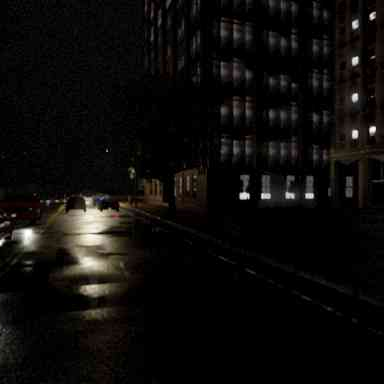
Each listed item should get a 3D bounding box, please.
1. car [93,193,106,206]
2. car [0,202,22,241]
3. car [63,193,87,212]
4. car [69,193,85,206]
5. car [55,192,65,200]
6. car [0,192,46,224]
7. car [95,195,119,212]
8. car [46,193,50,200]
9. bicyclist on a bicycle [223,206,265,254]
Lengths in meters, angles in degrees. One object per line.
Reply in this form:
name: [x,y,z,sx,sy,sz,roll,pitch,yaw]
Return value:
car: [-13.129,0.988,47.854,2.097,1.767,4.553,0,1,-18]
car: [-8.442,1.392,13.170,2.128,1.511,4.902,0,0,-19]
car: [-12.078,1.214,34.736,1.882,1.535,5.008,0,1,-19]
car: [-16.483,0.989,47.768,2.097,1.767,4.553,0,1,-18]
car: [-27.437,0.790,69.782,2.097,1.767,4.553,0,0,-19]
car: [-11.684,1.049,22.810,2.150,2.045,5.566,0,0,-18]
car: [-8.805,1.335,34.928,1.895,1.301,4.718,0,0,-18]
car: [-30.507,0.967,68.715,1.812,1.442,4.674,0,0,-19]
bicyclist on a bicycle: [1.756,1.263,11.582,1.656,1.620,0.582,-10,4,-18]
